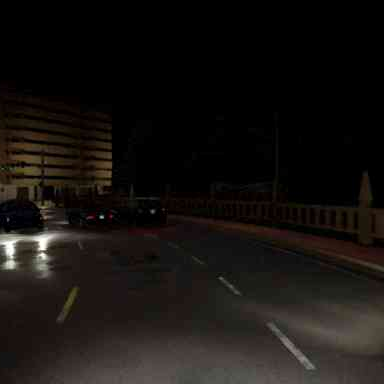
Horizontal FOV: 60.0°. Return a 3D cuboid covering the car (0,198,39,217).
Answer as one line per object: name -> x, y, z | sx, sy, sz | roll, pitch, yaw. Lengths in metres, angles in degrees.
car -> -16.610, 1.382, 31.516 | 5.008, 1.535, 1.882 | 0, 0, 39

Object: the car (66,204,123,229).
car -> -6.455, 1.462, 20.923 | 2.033, 1.411, 5.357 | 0, 0, -32

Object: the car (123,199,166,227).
car -> -3.530, 1.244, 22.429 | 2.097, 1.767, 4.553 | -1, 0, -31

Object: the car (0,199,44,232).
car -> -10.269, 1.416, 19.829 | 1.882, 1.535, 5.008 | 0, 0, -36
